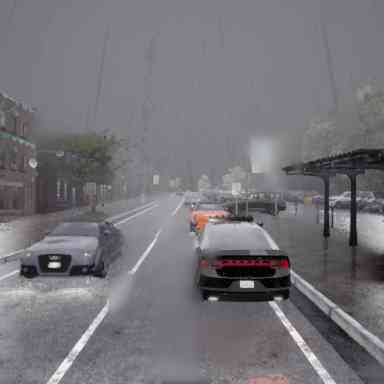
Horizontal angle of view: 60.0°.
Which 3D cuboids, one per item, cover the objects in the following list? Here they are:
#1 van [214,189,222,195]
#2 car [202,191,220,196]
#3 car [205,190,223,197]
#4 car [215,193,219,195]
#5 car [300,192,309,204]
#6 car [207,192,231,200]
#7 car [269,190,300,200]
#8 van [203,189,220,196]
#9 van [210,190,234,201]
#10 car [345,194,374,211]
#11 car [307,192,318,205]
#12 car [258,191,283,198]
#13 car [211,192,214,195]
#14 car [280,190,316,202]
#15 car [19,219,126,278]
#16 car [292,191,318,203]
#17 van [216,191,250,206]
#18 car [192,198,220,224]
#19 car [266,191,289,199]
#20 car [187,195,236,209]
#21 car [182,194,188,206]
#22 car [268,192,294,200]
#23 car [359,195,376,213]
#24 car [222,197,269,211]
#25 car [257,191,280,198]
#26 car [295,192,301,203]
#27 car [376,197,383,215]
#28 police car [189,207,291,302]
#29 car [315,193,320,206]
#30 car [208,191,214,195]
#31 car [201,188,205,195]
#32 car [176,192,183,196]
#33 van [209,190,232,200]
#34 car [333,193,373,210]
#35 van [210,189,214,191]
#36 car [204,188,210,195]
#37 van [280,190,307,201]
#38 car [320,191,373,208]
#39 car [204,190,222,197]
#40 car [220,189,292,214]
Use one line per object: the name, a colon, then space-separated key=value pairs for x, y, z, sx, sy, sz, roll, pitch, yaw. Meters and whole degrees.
van: x=5.511 y=0.931 z=44.056 sx=4.442 sy=1.987 sz=1.878 roll=0 pitch=1 yaw=0
car: x=5.450 y=0.366 z=94.517 sx=5.008 sy=1.535 sz=2.097 roll=0 pitch=1 yaw=0
car: x=5.463 y=0.429 z=83.303 sx=4.553 sy=1.767 sz=2.185 roll=0 pitch=1 yaw=0
car: x=5.631 y=1.183 z=41.252 sx=5.008 sy=1.535 sz=2.097 roll=0 pitch=1 yaw=0
car: x=18.879 y=1.116 z=47.610 sx=5.366 sy=1.575 sz=1.946 roll=0 pitch=1 yaw=0
car: x=5.535 y=0.792 z=69.292 sx=4.892 sy=1.521 sz=2.231 roll=0 pitch=1 yaw=0
car: x=18.658 y=0.578 z=67.037 sx=5.566 sy=2.045 sz=2.435 roll=0 pitch=1 yaw=0
van: x=5.349 y=0.188 z=91.710 sx=4.442 sy=1.987 sz=1.878 roll=0 pitch=1 yaw=0
van: x=5.677 y=0.659 z=63.682 sx=4.442 sy=1.987 sz=1.878 roll=0 pitch=1 yaw=0
car: x=18.747 y=1.251 z=33.729 sx=5.008 sy=1.535 sz=2.097 roll=0 pitch=1 yaw=0
car: x=18.699 y=1.149 z=44.832 sx=5.008 sy=1.535 sz=2.097 roll=0 pitch=1 yaw=0
car: x=18.406 y=0.640 z=78.142 sx=5.366 sy=1.575 sz=1.946 roll=0 pitch=1 yaw=0
car: x=5.637 y=1.126 z=49.664 sx=4.792 sy=1.488 sz=2.163 roll=0 pitch=1 yaw=0
car: x=18.686 y=0.718 z=58.711 sx=5.566 sy=2.045 sz=2.435 roll=0 pitch=1 yaw=0
car: x=-3.270 y=1.531 z=9.894 sx=1.994 sy=1.385 sz=4.181 roll=0 pitch=0 yaw=0
car: x=18.705 y=1.080 z=53.164 sx=4.792 sy=1.488 sz=2.163 roll=0 pitch=1 yaw=0
van: x=5.734 y=0.901 z=46.859 sx=4.442 sy=1.987 sz=1.878 roll=0 pitch=1 yaw=0
car: x=0.926 y=1.303 z=24.514 sx=1.801 sy=1.575 sz=5.366 roll=0 pitch=1 yaw=0
car: x=18.641 y=0.611 z=72.591 sx=4.553 sy=1.767 sz=2.185 roll=0 pitch=1 yaw=0
car: x=0.938 y=1.255 z=18.285 sx=2.097 sy=1.767 sz=4.553 roll=0 pitch=1 yaw=0
car: x=-0.059 y=1.215 z=46.840 sx=1.895 sy=1.301 sz=4.718 roll=0 pitch=1 yaw=1
car: x=18.591 y=0.813 z=69.817 sx=4.792 sy=1.488 sz=2.163 roll=0 pitch=1 yaw=0
car: x=18.758 y=1.277 z=30.953 sx=4.892 sy=1.521 sz=2.231 roll=0 pitch=1 yaw=0
car: x=5.658 y=1.273 z=35.646 sx=4.674 sy=1.452 sz=2.002 roll=0 pitch=1 yaw=0
car: x=18.587 y=0.597 z=80.919 sx=4.892 sy=1.521 sz=2.231 roll=0 pitch=1 yaw=0
car: x=18.656 y=1.119 z=50.381 sx=4.792 sy=1.488 sz=2.163 roll=0 pitch=1 yaw=0
car: x=18.790 y=1.331 z=28.179 sx=4.792 sy=1.488 sz=2.163 roll=0 pitch=1 yaw=0
police car: x=0.958 y=1.401 z=8.416 sx=1.930 sy=1.638 sz=5.238 roll=0 pitch=0 yaw=0
car: x=18.708 y=1.178 z=42.055 sx=4.892 sy=1.521 sz=2.231 roll=0 pitch=1 yaw=0
car: x=5.595 y=1.020 z=55.274 sx=4.892 sy=1.521 sz=2.231 roll=0 pitch=1 yaw=0
car: x=5.484 y=0.398 z=77.696 sx=5.566 sy=2.045 sz=2.435 roll=0 pitch=1 yaw=0
car: x=-3.437 y=0.534 z=92.047 sx=1.895 sy=1.301 sz=4.718 roll=0 pitch=1 yaw=0
van: x=5.668 y=0.612 z=66.485 sx=4.442 sy=1.987 sz=1.878 roll=0 pitch=1 yaw=0
car: x=18.738 y=1.226 z=36.505 sx=5.008 sy=1.535 sz=2.097 roll=0 pitch=1 yaw=0
van: x=5.696 y=0.753 z=58.078 sx=4.442 sy=1.987 sz=1.878 roll=0 pitch=1 yaw=0
car: x=5.542 y=0.681 z=60.878 sx=5.566 sy=2.045 sz=2.435 roll=0 pitch=1 yaw=0
van: x=18.764 y=0.697 z=61.488 sx=4.442 sy=1.987 sz=1.878 roll=0 pitch=1 yaw=0
car: x=18.694 y=0.950 z=39.278 sx=5.566 sy=2.045 sz=2.435 roll=0 pitch=1 yaw=0
car: x=5.453 y=0.382 z=86.107 sx=4.553 sy=1.767 sz=2.185 roll=0 pitch=1 yaw=0
car: x=5.646 y=1.032 z=30.037 sx=5.566 sy=2.045 sz=2.435 roll=0 pitch=1 yaw=0
